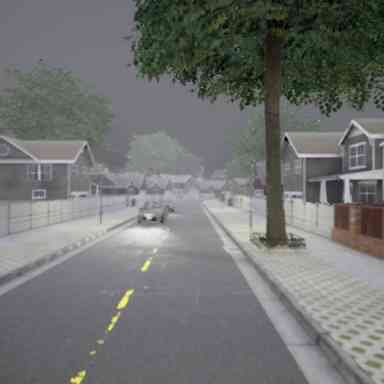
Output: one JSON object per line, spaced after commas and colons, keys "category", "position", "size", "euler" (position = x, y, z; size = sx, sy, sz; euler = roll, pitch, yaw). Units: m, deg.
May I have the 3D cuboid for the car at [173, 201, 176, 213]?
{"category": "car", "position": [-2.781, 1.456, 35.833], "size": [1.837, 1.490, 4.892], "euler": [0, 0, 0]}

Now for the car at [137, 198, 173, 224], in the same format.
{"category": "car", "position": [-2.789, 1.432, 24.237], "size": [2.128, 1.511, 4.902], "euler": [0, 0, 0]}
